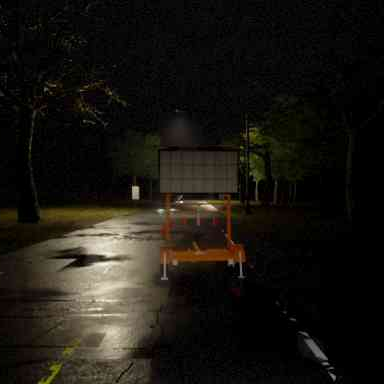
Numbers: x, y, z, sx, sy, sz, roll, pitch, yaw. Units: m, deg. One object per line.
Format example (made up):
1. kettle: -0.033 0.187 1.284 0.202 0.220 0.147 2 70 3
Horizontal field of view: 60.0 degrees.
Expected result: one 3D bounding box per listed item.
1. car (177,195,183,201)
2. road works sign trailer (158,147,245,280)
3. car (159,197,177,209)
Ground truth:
1. car: -3.300 1.675 88.305 2.128 1.511 4.902 0 0 0
2. road works sign trailer: 0.183 0.462 10.004 2.380 3.560 2.880 0 0 -5
3. car: -3.492 1.532 46.460 1.882 1.535 5.008 0 0 0
